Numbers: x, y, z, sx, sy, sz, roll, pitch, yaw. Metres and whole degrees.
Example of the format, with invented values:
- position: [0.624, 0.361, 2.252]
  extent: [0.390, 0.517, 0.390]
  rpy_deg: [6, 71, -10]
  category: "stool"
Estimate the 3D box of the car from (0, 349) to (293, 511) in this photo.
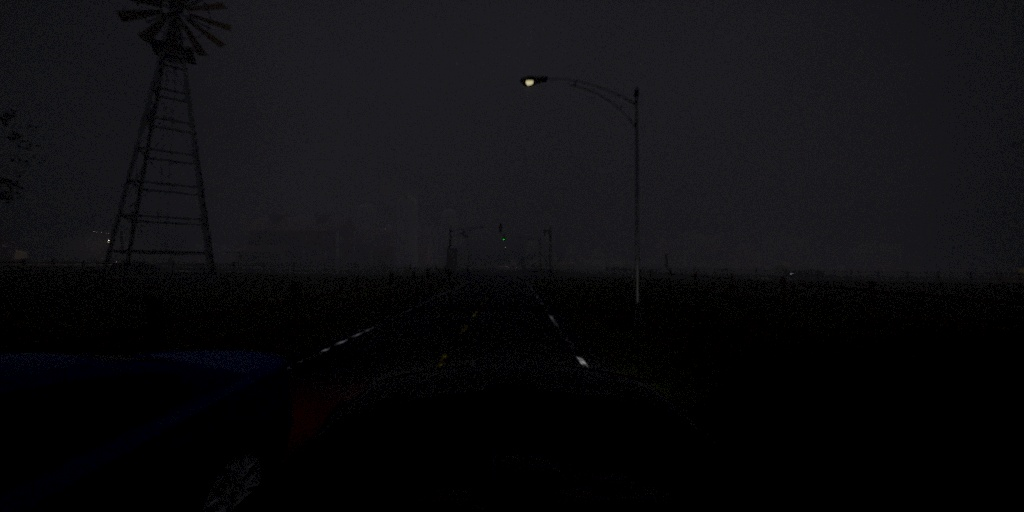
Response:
- position: [-2.849, 1.218, 1.050]
  extent: [1.882, 1.535, 5.008]
  rpy_deg: [0, -1, 0]
  category: "car"
